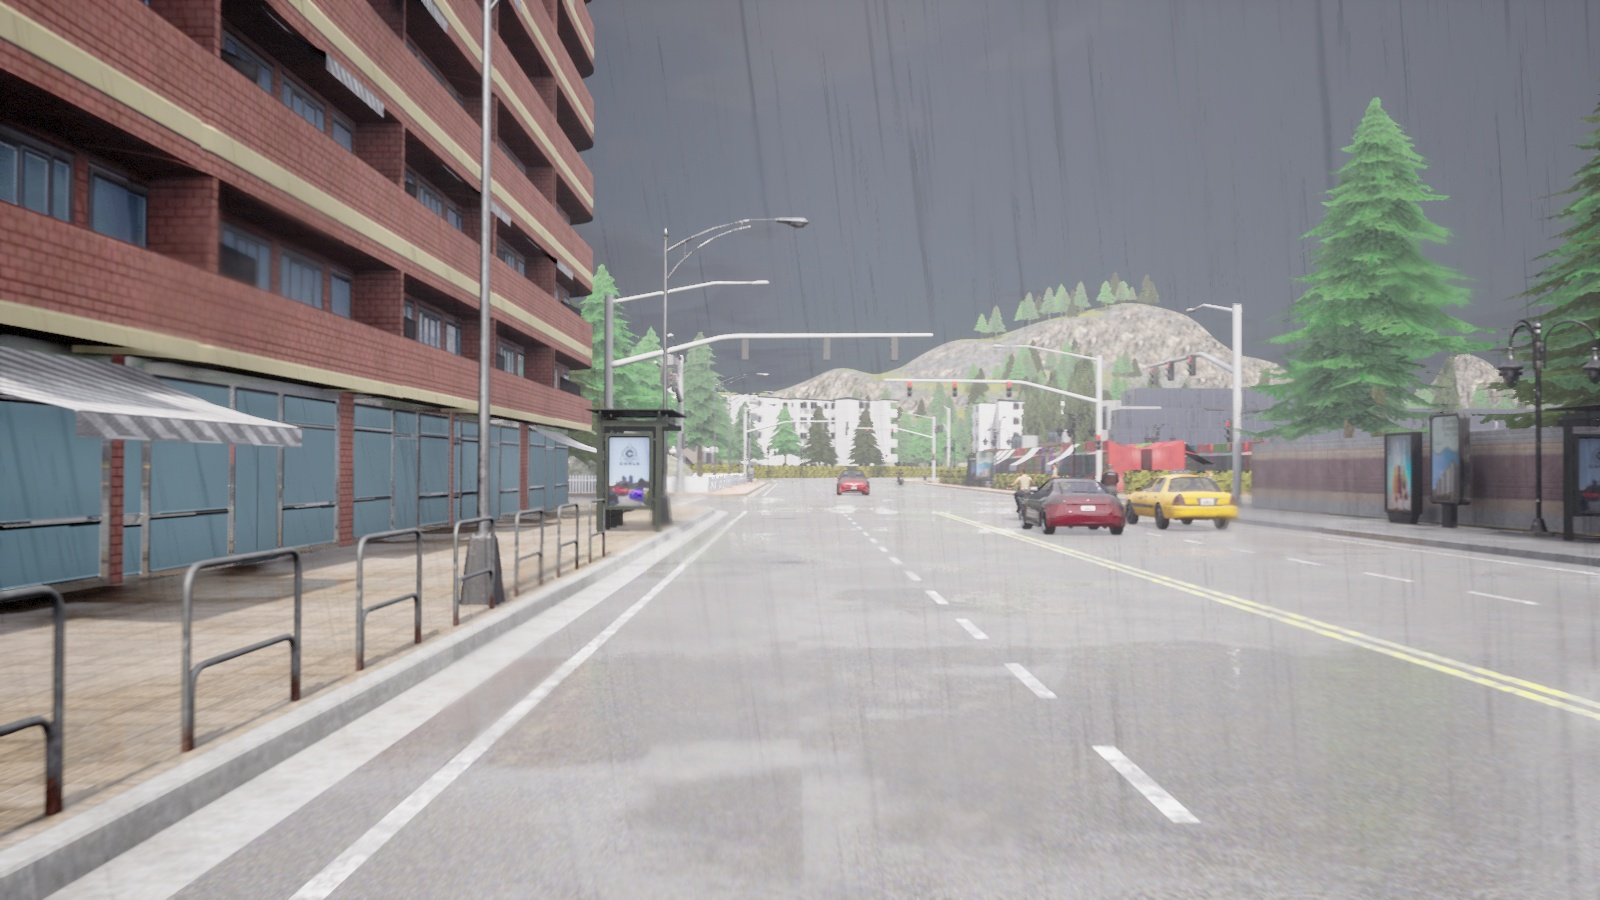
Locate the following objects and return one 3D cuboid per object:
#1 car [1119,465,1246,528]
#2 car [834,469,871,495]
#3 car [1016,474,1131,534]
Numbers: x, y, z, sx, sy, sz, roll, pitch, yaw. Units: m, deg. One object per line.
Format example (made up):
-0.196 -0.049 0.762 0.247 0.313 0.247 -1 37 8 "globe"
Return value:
10.323 1.222 34.318 1.801 1.575 5.366 0 -1 0 "car"
3.113 1.877 75.225 2.007 1.525 4.514 0 -1 0 "car"
6.834 1.325 31.834 1.994 1.385 4.181 0 -1 0 "car"
